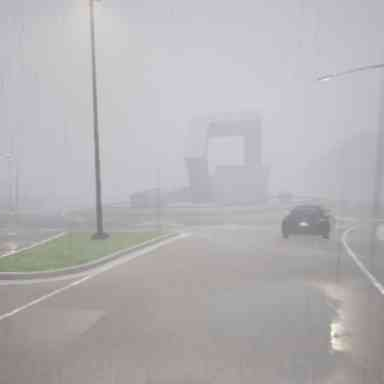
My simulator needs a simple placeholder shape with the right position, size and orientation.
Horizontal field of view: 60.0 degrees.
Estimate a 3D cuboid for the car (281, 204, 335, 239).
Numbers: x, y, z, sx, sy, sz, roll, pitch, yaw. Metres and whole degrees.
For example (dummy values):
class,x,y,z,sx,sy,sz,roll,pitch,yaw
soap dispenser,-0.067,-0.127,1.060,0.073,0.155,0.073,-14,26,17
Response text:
class,x,y,z,sx,sy,sz,roll,pitch,yaw
car,5.476,1.250,15.521,1.994,1.385,4.181,-2,0,26
